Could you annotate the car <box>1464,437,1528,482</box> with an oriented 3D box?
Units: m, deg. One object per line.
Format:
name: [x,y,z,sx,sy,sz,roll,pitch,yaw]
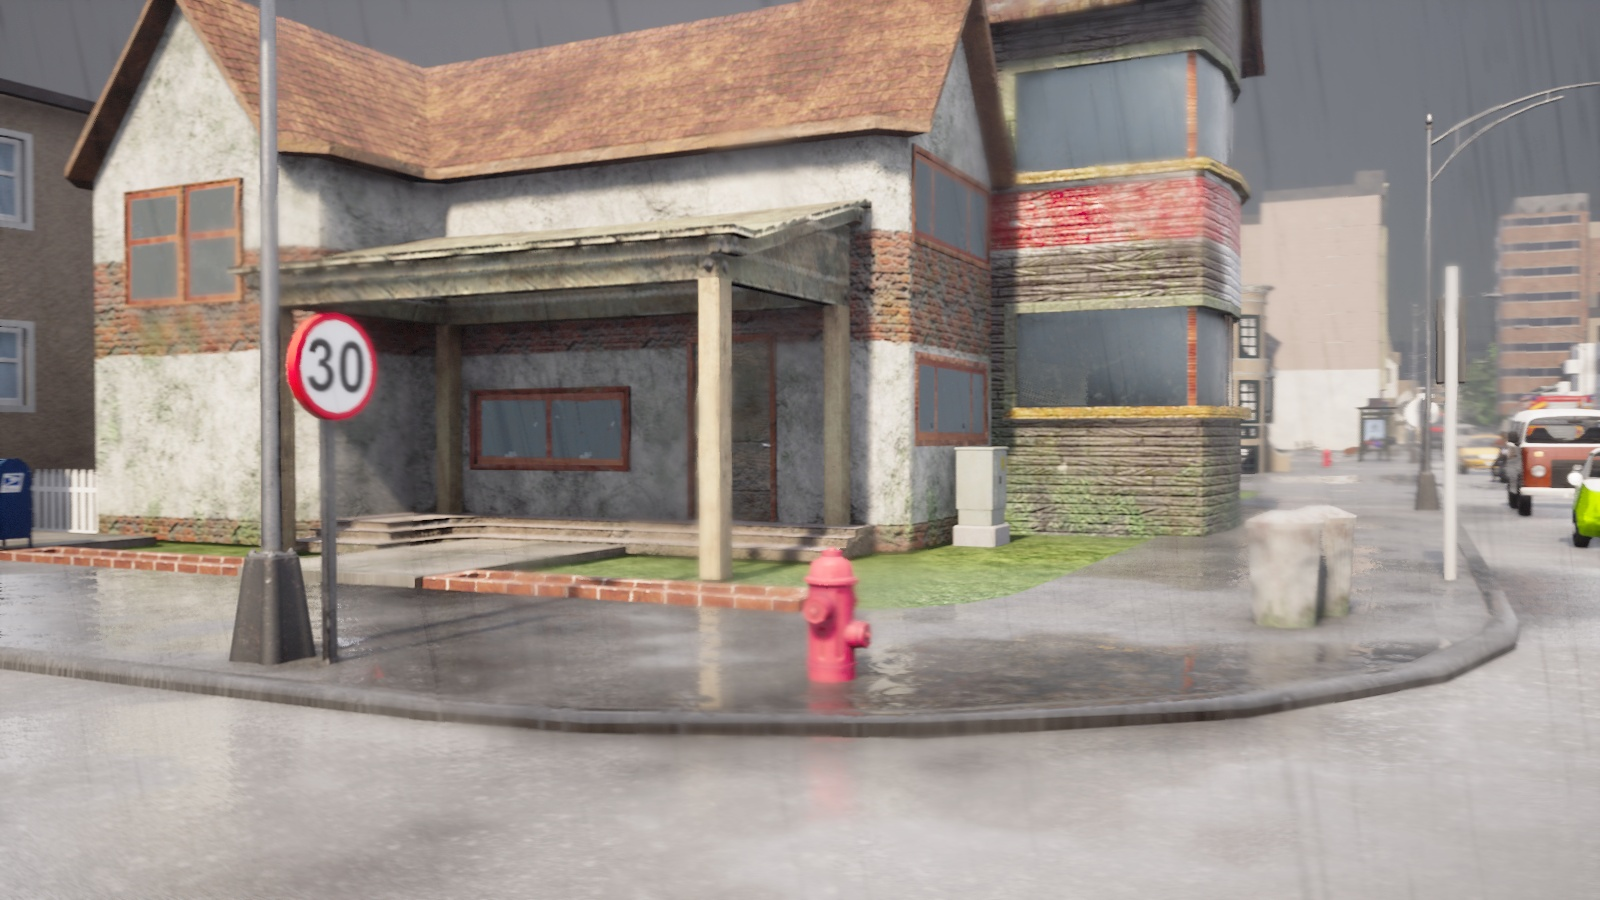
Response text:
car: [26.062,0.306,47.145,1.801,1.575,5.366,1,1,26]

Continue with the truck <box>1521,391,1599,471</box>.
truck: [38.823,-0.948,64.077,2.891,3.827,8.468,1,1,26]

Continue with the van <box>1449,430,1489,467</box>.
van: [37.303,-0.113,70.087,1.775,1.987,4.442,1,1,26]

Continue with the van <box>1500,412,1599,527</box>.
van: [14.844,0.321,24.242,2.069,2.038,4.480,1,1,26]

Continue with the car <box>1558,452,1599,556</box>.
car: [11.498,0.722,17.413,1.481,1.376,2.207,1,0,26]

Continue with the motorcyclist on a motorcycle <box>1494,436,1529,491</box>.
motorcyclist on a motorcycle: [21.988,0.400,38.830,0.766,1.649,2.350,1,1,26]
